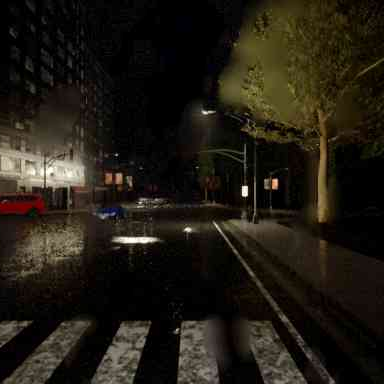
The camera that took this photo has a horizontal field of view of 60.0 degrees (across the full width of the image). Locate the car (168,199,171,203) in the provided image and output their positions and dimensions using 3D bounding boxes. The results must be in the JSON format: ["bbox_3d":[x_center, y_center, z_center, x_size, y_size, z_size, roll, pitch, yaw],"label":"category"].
[{"bbox_3d":[-6.314,2.024,74.300,1.882,1.535,5.008,0,-1,0],"label":"car"}]

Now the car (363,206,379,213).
[{"bbox_3d":[37.959,3.714,70.492,5.357,1.411,2.033,3,-3,-45],"label":"car"}]

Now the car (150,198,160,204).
[{"bbox_3d":[-9.536,2.250,85.456,2.033,1.411,5.357,0,-1,0],"label":"car"}]

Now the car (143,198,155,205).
[{"bbox_3d":[-9.563,2.095,74.913,2.033,1.411,5.357,0,-1,0],"label":"car"}]

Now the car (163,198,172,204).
[{"bbox_3d":[-6.288,2.293,84.625,1.895,1.301,4.718,0,-1,0],"label":"car"}]

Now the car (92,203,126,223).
[{"bbox_3d":[-6.536,1.614,26.740,1.812,1.442,4.674,0,0,0],"label":"car"}]

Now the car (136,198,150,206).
[{"bbox_3d":[-9.627,1.909,64.617,2.128,1.511,4.902,0,-1,1],"label":"car"}]

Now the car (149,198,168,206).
[{"bbox_3d":[-6.378,1.962,64.351,2.033,1.411,5.357,0,-1,1],"label":"car"}]

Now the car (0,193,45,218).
[{"bbox_3d":[-15.304,1.146,27.956,2.150,2.045,5.566,3,0,38],"label":"car"}]
